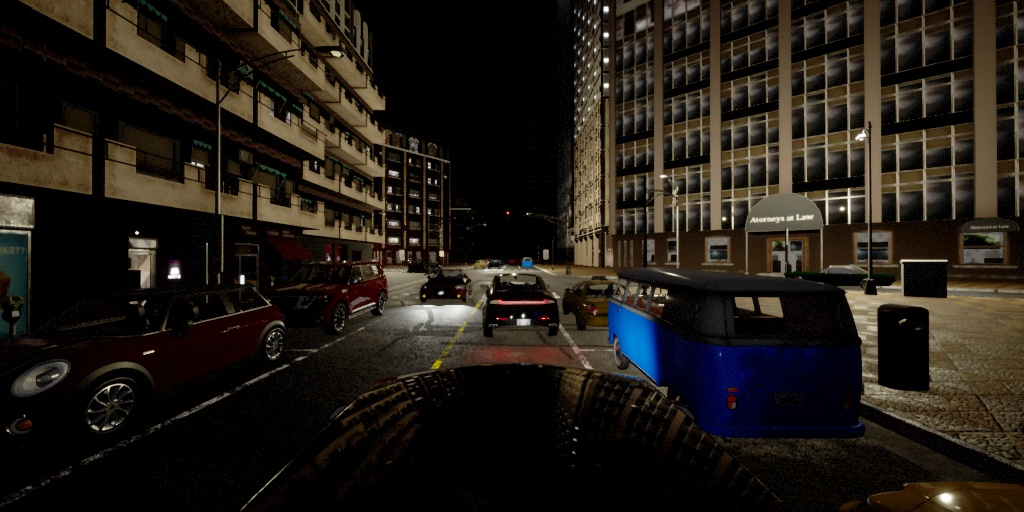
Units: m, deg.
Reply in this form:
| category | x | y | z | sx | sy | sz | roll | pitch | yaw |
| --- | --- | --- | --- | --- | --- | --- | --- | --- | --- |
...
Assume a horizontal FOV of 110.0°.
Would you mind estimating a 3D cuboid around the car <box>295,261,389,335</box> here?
| category | x | y | z | sx | sy | sz | roll | pitch | yaw |
| --- | --- | --- | --- | --- | --- | --- | --- | --- | --- |
| car | -5.316 | 1.068 | 10.700 | 2.192 | 1.841 | 5.009 | 0 | 0 | 0 |

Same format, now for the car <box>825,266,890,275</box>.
| category | x | y | z | sx | sy | sz | roll | pitch | yaw |
| --- | --- | --- | --- | --- | --- | --- | --- | --- | --- |
| car | 18.306 | 1.194 | 20.426 | 4.718 | 1.301 | 1.895 | -1 | -1 | 40 |

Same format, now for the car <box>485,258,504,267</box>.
| category | x | y | z | sx | sy | sz | roll | pitch | yaw |
| --- | --- | --- | --- | --- | --- | --- | --- | --- | --- |
| car | -2.824 | 1.425 | 58.789 | 1.895 | 1.301 | 4.718 | 0 | 0 | 2 |

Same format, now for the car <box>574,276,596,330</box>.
| category | x | y | z | sx | sy | sz | roll | pitch | yaw |
| --- | --- | --- | --- | --- | --- | --- | --- | --- | --- |
| car | 2.564 | 1.278 | 10.877 | 1.751 | 1.417 | 4.829 | 0 | 0 | 0 |

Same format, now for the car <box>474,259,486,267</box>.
| category | x | y | z | sx | sy | sz | roll | pitch | yaw |
| --- | --- | --- | --- | --- | --- | --- | --- | --- | --- |
| car | -5.322 | 1.351 | 59.529 | 1.751 | 1.417 | 4.829 | 0 | 0 | 0 |

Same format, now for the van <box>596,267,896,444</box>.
| category | x | y | z | sx | sy | sz | roll | pitch | yaw |
| --- | --- | --- | --- | --- | --- | --- | --- | --- | --- |
| van | 2.565 | 1.092 | 5.171 | 1.690 | 1.789 | 3.998 | 0 | 0 | 0 |

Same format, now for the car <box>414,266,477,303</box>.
| category | x | y | z | sx | sy | sz | roll | pitch | yaw |
| --- | --- | --- | --- | --- | --- | --- | --- | --- | --- |
| car | -2.917 | 1.321 | 16.674 | 1.994 | 1.385 | 4.181 | 0 | 0 | -1 |

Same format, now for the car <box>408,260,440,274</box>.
| category | x | y | z | sx | sy | sz | roll | pitch | yaw |
| --- | --- | --- | --- | --- | --- | --- | --- | --- | --- |
| car | -9.857 | 1.192 | 40.556 | 4.553 | 1.767 | 2.097 | -1 | 0 | 43 |

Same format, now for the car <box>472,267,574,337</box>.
| category | x | y | z | sx | sy | sz | roll | pitch | yaw |
| --- | --- | --- | --- | --- | --- | --- | --- | --- | --- |
| car | 0.132 | 1.244 | 10.312 | 2.128 | 1.511 | 4.902 | 0 | 0 | -3 |

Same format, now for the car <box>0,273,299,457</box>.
| category | x | y | z | sx | sy | sz | roll | pitch | yaw |
| --- | --- | --- | --- | --- | --- | --- | --- | --- | --- |
| car | -5.315 | 1.190 | 5.164 | 1.967 | 1.591 | 4.097 | 0 | 0 | 0 |

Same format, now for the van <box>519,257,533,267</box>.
| category | x | y | z | sx | sy | sz | roll | pitch | yaw |
| --- | --- | --- | --- | --- | --- | --- | --- | --- | --- |
| van | 2.558 | 1.167 | 59.700 | 1.690 | 1.789 | 3.998 | 0 | 0 | 0 |
